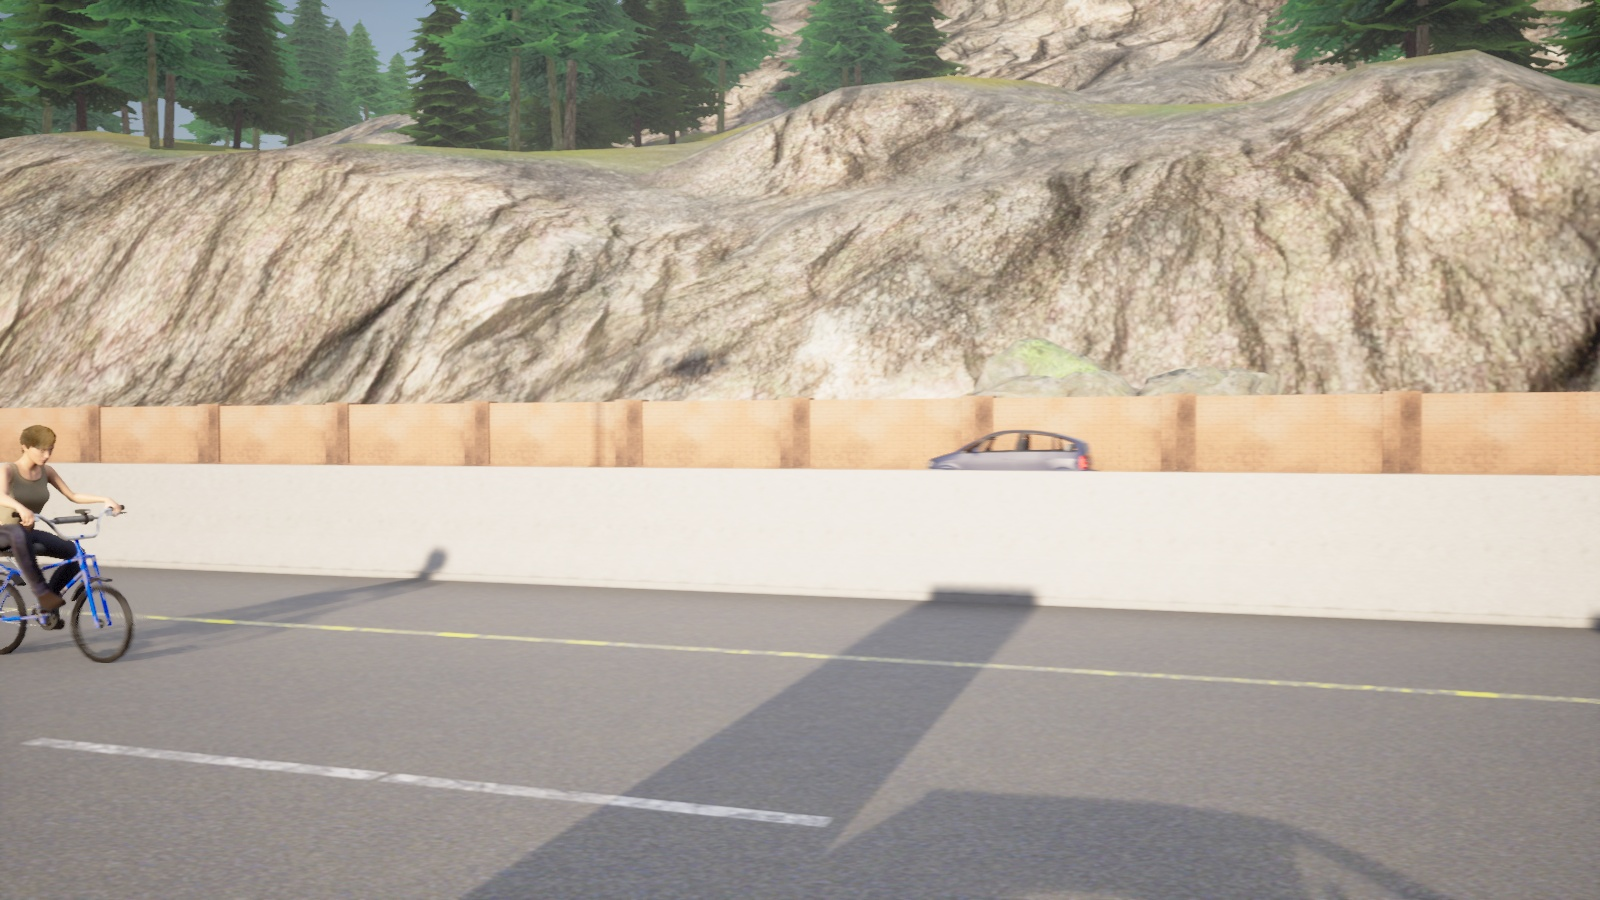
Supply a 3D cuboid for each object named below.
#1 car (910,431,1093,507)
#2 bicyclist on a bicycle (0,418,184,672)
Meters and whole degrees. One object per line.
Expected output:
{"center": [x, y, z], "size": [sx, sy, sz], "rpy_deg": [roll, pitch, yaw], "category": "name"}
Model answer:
{"center": [4.431, 0.372, 27.549], "size": [3.705, 1.549, 1.789], "rpy_deg": [1, 1, 19], "category": "car"}
{"center": [-5.167, 0.593, 8.628], "size": [1.509, 1.612, 0.866], "rpy_deg": [1, 1, 19], "category": "bicyclist on a bicycle"}
